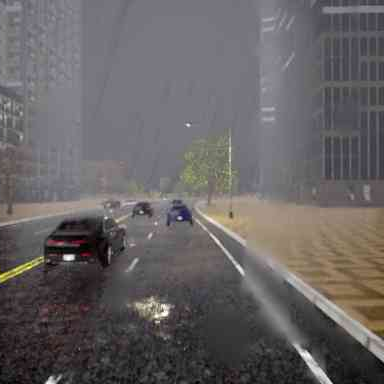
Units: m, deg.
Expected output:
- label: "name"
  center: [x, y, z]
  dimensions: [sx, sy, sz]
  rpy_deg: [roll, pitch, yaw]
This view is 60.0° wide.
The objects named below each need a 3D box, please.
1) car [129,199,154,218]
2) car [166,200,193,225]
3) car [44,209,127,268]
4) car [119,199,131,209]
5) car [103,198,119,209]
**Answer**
- label: "car"
  center: [-4.645, 1.652, 32.024]
  dimensions: [1.812, 1.442, 4.674]
  rpy_deg: [0, 0, -3]
- label: "car"
  center: [-0.961, 1.612, 24.819]
  dimensions: [1.812, 1.442, 4.674]
  rpy_deg: [0, 0, -4]
- label: "car"
  center: [-3.472, 1.555, 11.540]
  dimensions: [1.837, 1.490, 4.892]
  rpy_deg: [0, 0, -2]
- label: "car"
  center: [-8.566, 1.721, 46.684]
  dimensions: [1.812, 1.442, 4.674]
  rpy_deg: [0, 0, 0]
- label: "car"
  center: [-11.832, 1.720, 49.526]
  dimensions: [2.128, 1.511, 4.902]
  rpy_deg: [0, 0, 0]
